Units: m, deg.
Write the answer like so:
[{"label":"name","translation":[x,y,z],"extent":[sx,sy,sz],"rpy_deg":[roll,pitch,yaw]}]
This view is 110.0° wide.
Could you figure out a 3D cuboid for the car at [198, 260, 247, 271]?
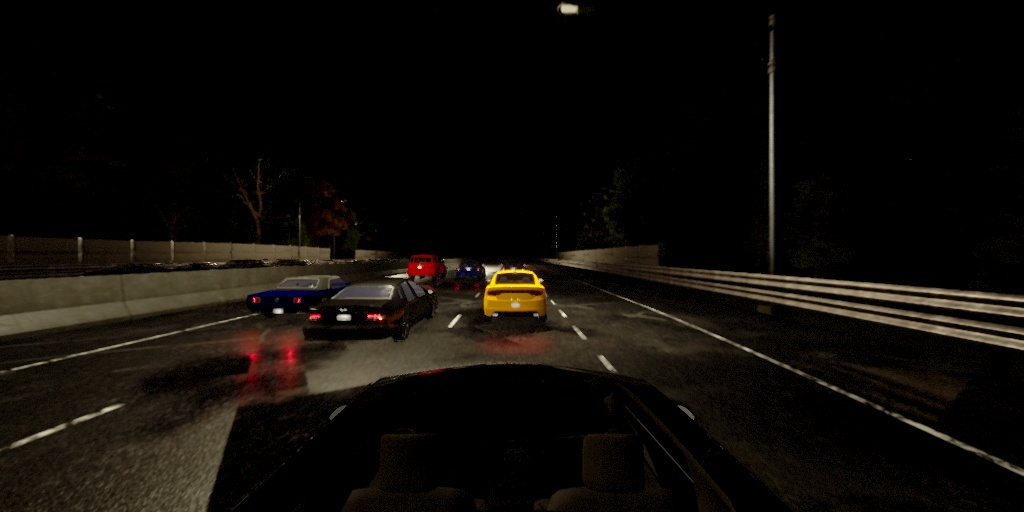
[{"label":"car","translation":[-21.092,1.084,27.742],"extent":[2.097,1.767,4.553],"rpy_deg":[0,0,0]}]

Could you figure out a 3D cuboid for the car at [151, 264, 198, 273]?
[{"label":"car","translation":[-24.591,1.297,27.708],"extent":[1.994,1.385,4.181],"rpy_deg":[0,0,0]}]

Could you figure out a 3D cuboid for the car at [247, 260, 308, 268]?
[{"label":"car","translation":[-17.592,1.084,27.737],"extent":[2.097,1.767,4.553],"rpy_deg":[0,0,0]}]

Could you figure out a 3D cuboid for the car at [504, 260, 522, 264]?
[{"label":"car","translation":[0.103,1.083,30.063],"extent":[2.097,1.767,4.553],"rpy_deg":[0,0,0]}]

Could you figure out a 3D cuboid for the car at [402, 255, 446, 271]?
[{"label":"car","translation":[-6.896,0.953,29.481],"extent":[2.150,2.045,5.566],"rpy_deg":[0,0,0]}]

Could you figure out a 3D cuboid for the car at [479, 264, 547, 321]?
[{"label":"car","translation":[0.101,1.217,12.497],"extent":[1.882,1.535,5.008],"rpy_deg":[0,0,0]}]

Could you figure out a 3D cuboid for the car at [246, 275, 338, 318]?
[{"label":"car","translation":[-6.901,1.340,12.821],"extent":[1.895,1.301,4.718],"rpy_deg":[0,0,0]}]

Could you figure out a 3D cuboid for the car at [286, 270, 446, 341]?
[{"label":"car","translation":[-3.397,1.289,9.760],"extent":[2.033,1.411,5.357],"rpy_deg":[0,0,0]}]

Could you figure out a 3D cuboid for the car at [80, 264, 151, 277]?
[{"label":"car","translation":[-28.094,1.281,26.517],"extent":[2.033,1.411,5.357],"rpy_deg":[0,0,0]}]

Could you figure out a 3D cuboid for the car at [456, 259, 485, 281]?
[{"label":"car","translation":[-3.397,1.083,30.066],"extent":[2.097,1.767,4.553],"rpy_deg":[0,0,0]}]
